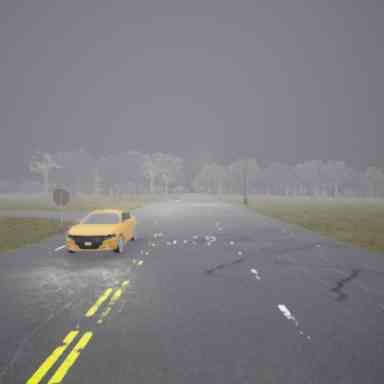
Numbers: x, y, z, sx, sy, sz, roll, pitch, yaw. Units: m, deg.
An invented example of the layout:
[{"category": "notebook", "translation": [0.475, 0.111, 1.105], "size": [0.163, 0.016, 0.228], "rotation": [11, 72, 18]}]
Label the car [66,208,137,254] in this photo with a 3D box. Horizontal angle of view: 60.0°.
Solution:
[{"category": "car", "translation": [-3.501, 1.467, 13.688], "size": [1.882, 1.535, 5.008], "rotation": [0, 0, 0]}]

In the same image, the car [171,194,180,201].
[{"category": "car", "translation": [-3.721, 1.219, 76.752], "size": [1.837, 1.490, 4.892], "rotation": [0, 0, 0]}]
